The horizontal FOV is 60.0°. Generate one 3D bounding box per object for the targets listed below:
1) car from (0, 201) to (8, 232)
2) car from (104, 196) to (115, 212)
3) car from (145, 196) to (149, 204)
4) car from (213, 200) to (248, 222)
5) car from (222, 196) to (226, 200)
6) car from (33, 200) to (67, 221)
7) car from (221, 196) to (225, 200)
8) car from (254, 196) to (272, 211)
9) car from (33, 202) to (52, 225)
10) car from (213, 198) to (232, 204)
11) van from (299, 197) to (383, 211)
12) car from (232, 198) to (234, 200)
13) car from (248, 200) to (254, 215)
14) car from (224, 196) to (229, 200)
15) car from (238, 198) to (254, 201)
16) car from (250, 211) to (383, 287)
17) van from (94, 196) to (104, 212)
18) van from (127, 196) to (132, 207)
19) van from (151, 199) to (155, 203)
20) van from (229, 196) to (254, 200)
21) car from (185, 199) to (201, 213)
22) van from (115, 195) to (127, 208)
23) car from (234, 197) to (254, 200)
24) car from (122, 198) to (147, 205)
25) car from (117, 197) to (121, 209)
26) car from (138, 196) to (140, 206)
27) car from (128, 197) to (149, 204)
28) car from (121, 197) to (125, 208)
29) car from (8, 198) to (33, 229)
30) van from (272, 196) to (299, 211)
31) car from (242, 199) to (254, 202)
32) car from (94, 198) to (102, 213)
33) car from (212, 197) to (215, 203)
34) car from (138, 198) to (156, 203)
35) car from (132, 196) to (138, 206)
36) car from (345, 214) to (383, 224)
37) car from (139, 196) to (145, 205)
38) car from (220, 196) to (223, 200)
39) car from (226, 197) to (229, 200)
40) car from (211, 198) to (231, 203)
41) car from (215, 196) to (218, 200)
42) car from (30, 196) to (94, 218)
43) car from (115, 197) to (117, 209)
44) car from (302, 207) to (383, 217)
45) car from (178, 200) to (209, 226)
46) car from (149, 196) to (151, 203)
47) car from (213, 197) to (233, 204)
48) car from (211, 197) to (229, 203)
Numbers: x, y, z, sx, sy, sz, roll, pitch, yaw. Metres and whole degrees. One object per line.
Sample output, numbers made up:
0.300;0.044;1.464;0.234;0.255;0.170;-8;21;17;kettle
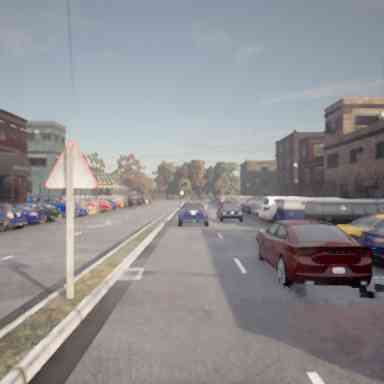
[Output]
-12.540;1.404;17.241;4.553;1.767;2.185;0;0;0;car
-12.527;1.440;39.473;5.566;2.045;2.435;0;0;0;car
-12.563;1.781;70.044;5.566;2.045;2.435;0;-1;0;car
3.104;1.688;27.995;2.033;1.411;5.357;0;0;0;car
7.631;1.823;51.708;4.892;1.521;2.231;0;-1;0;car
-12.560;1.583;25.579;4.892;1.521;2.231;0;0;0;car
7.630;1.852;54.466;4.892;1.521;2.231;0;-1;0;car
7.667;1.345;24.141;5.566;2.045;2.435;0;0;0;car
-12.565;1.604;22.800;4.674;1.452;2.002;0;0;0;car
7.632;2.244;84.798;4.674;1.452;2.002;0;-1;0;car
7.756;1.324;15.870;4.442;1.987;1.878;0;0;0;van
7.635;1.759;40.681;4.674;1.452;2.002;0;-1;0;car
7.641;1.673;29.653;4.674;1.452;2.002;0;0;0;car
7.631;1.796;48.952;4.892;1.521;2.231;0;-1;0;car
7.632;1.674;35.168;4.892;1.521;2.231;0;0;0;car
3.111;1.517;9.504;1.882;1.535;5.008;0;0;0;car
-12.441;1.442;36.696;4.442;1.987;1.878;0;0;0;van
-12.429;1.603;53.368;4.442;1.987;1.878;0;-1;0;van
-12.407;1.981;83.815;4.442;1.987;1.878;0;-1;0;van
7.520;1.516;43.317;4.442;1.987;1.878;0;-1;0;van
0.097;1.720;41.146;1.882;1.535;5.008;0;-1;0;car
-12.664;1.574;50.591;4.442;1.987;1.878;0;-1;0;van
7.823;1.693;37.924;5.366;1.575;1.946;0;0;0;car
-12.538;2.069;72.819;4.892;1.521;2.231;0;-1;0;car
-12.522;1.773;45.030;4.792;1.488;2.163;0;-1;0;car
-12.537;1.966;61.638;4.674;1.452;2.002;0;-1;0;car
-12.559;2.015;78.378;4.553;1.767;2.185;0;-1;0;car
-12.547;1.810;47.684;4.674;1.452;2.002;0;-1;0;car
-12.538;1.421;20.021;4.553;1.767;2.185;0;0;0;car
7.755;1.354;21.383;4.442;1.987;1.878;0;0;0;van
7.667;1.682;32.409;4.792;1.488;2.163;0;0;0;car
-12.374;1.642;33.915;5.366;1.575;1.946;0;0;0;car
7.450;2.041;71.008;5.366;1.575;1.946;0;-1;0;car
-12.488;2.302;92.156;4.792;1.488;2.163;0;0;0;car
-12.572;1.610;56.148;5.566;2.045;2.435;0;-1;0;car
7.637;1.564;10.353;4.674;1.452;2.002;0;0;0;car
-12.509;1.708;64.360;5.566;2.045;2.435;0;-1;0;car
7.605;1.755;57.223;4.553;1.767;2.185;0;-1;0;car
7.631;1.769;46.196;4.892;1.521;2.231;0;-1;0;car
7.640;2.232;87.554;5.008;1.535;2.097;0;0;0;car
7.641;1.976;65.493;5.008;1.535;2.097;0;-1;0;car
-12.533;1.371;31.139;5.566;2.045;2.435;0;0;0;car
-12.547;1.718;42.252;4.892;1.521;2.231;0;-1;0;car
7.454;1.534;13.110;5.366;1.575;1.946;0;0;0;car
0.098;1.473;24.743;2.097;1.767;4.553;0;0;0;car
-12.524;2.103;75.473;5.008;1.535;2.097;0;-1;0;car
7.604;2.051;82.042;4.553;1.767;2.185;0;-1;0;car
7.603;2.129;90.317;4.553;1.767;2.185;0;0;0;car
